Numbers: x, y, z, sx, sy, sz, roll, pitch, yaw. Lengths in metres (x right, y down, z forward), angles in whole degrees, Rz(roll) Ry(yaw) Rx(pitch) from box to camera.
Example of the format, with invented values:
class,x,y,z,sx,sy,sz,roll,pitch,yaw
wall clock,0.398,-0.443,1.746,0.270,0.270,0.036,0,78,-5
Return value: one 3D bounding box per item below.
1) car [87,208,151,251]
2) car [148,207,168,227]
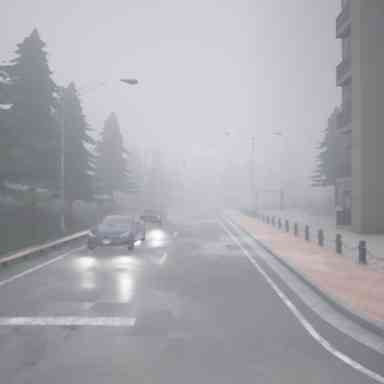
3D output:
class,x,y,z,sx,sy,sz,roll,pitch,yaw
car,-3.231,1.671,15.099,1.812,1.442,4.674,0,0,1
car,-2.957,1.834,25.254,1.895,1.301,4.718,0,0,2
